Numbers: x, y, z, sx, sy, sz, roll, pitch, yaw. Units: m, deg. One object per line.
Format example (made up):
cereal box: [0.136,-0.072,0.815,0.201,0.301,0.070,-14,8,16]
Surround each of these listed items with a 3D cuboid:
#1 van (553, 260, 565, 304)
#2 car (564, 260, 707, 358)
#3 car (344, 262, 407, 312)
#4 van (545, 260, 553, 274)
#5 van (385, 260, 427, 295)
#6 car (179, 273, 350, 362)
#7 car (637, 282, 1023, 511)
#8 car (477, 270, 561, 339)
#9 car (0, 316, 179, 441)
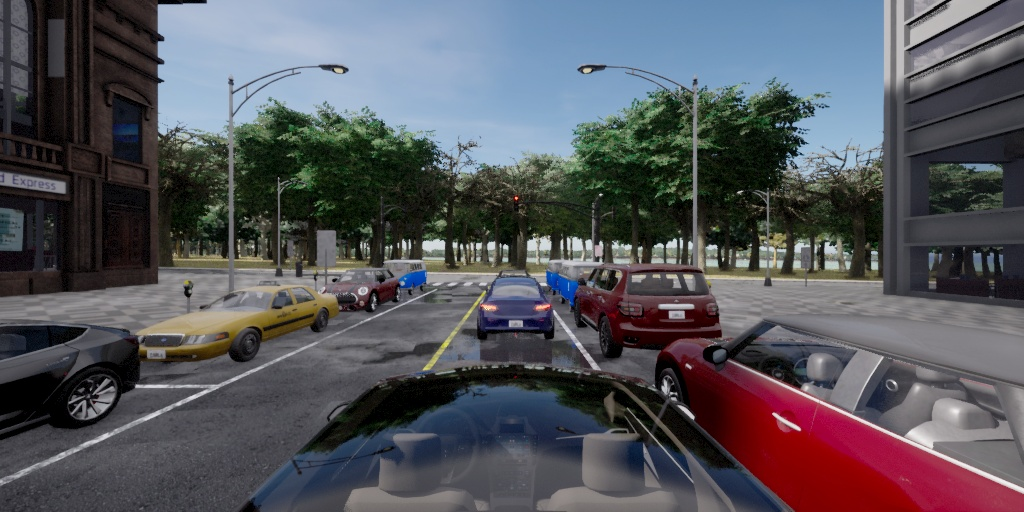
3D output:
van: [2.760,1.091,13.831,1.690,1.789,3.998,0,0,0]
car: [2.761,1.065,8.394,2.192,1.841,5.009,0,0,0]
car: [-5.765,1.190,13.829,1.967,1.591,4.097,0,0,0]
van: [2.759,1.092,19.269,1.690,1.789,3.998,0,0,0]
van: [-5.766,1.092,19.267,1.690,1.789,3.998,0,0,0]
car: [-5.764,1.275,8.222,1.751,1.417,4.829,0,0,0]
car: [2.763,1.190,2.956,1.967,1.591,4.097,0,0,0]
car: [0.097,1.276,9.931,1.812,1.442,4.674,0,0,0]
car: [-5.763,1.316,2.954,1.948,1.339,4.313,0,0,0]
